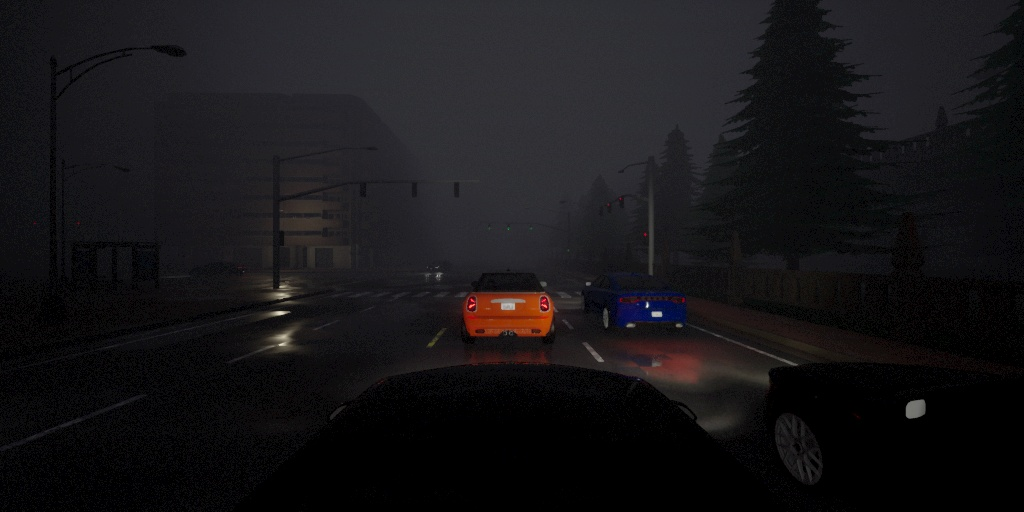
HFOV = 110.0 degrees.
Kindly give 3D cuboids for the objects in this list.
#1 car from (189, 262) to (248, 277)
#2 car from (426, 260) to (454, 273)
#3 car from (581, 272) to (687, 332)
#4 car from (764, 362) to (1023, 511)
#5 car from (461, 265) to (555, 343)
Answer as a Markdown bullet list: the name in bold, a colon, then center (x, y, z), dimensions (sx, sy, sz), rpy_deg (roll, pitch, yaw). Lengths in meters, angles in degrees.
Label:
- **car**: center (-29.117, 1.310, 35.615), dimensions (4.892, 1.490, 1.837), rpy_deg (0, 0, -1)
- **car**: center (-8.979, 1.269, 45.084), dimensions (1.837, 1.490, 4.892), rpy_deg (1, 1, 16)
- **car**: center (3.418, 1.228, 10.959), dimensions (1.882, 1.535, 5.008), rpy_deg (0, 0, 0)
- **car**: center (3.288, 1.228, 1.431), dimensions (1.882, 1.535, 5.008), rpy_deg (0, 0, 3)
- **car**: center (-0.081, 1.102, 9.816), dimensions (2.097, 1.767, 4.553), rpy_deg (0, 0, 0)
